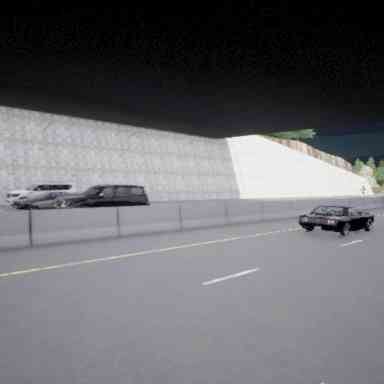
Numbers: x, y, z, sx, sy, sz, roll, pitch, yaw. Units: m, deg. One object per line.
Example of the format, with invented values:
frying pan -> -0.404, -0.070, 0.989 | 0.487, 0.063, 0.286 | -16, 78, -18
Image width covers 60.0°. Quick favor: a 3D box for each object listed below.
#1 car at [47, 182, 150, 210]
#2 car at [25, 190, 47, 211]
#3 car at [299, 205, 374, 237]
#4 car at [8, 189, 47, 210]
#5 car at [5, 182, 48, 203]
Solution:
car -> -5.040, 0.582, 19.320 | 5.566, 2.045, 2.150 | 0, 2, -44
car -> -7.575, 0.789, 21.751 | 5.357, 1.411, 2.033 | 0, 2, -44
car -> 7.186, 1.299, 16.223 | 4.718, 1.301, 1.895 | 0, 2, -44
car -> -9.985, 0.671, 24.286 | 5.357, 1.411, 2.033 | 0, 2, -44
car -> -12.023, 0.225, 27.161 | 5.566, 2.045, 2.150 | 0, 2, -44
